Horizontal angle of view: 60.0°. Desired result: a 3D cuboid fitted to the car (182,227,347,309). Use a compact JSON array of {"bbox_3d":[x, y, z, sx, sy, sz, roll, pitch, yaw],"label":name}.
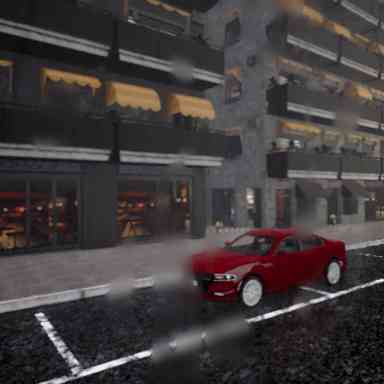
[{"bbox_3d":[1.864,1.570,7.902,4.507,1.381,1.887,0,-1,-36],"label":"car"}]
